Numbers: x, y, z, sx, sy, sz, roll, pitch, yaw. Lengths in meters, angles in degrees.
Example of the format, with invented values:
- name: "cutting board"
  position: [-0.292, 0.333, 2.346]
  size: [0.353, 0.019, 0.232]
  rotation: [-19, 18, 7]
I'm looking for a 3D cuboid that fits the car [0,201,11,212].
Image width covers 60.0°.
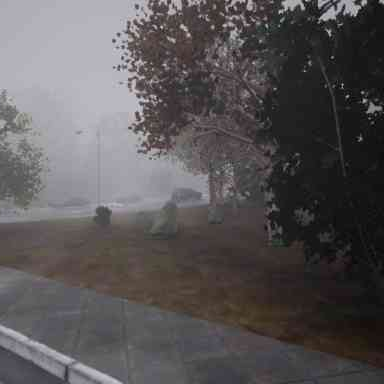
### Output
- name: "car"
  position: [-22.141, 1.531, 35.548]
  size: [1.837, 1.490, 4.892]
  rotation: [0, 1, 39]

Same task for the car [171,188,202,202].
- name: "car"
  position: [-0.857, 0.374, 50.502]
  size: [2.150, 2.045, 5.566]
  rotation: [0, 3, 38]

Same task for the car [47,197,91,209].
- name: "car"
  position: [-15.903, 1.354, 43.290]
  size: [2.033, 1.411, 5.357]
  rotation: [0, 2, 39]

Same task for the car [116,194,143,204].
- name: "car"
  position: [-9.619, 0.982, 51.069]
  size: [1.994, 1.385, 4.181]
  rotation: [0, 3, 39]
